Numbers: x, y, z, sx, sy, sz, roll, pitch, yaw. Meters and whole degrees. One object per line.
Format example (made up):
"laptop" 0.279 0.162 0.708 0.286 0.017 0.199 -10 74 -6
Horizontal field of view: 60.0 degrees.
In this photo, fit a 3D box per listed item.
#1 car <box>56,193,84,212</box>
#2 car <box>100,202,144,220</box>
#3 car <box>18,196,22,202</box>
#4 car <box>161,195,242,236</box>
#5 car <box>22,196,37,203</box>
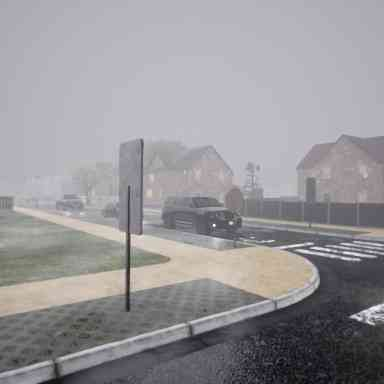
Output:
"car" -14.685 1.203 39.769 2.150 2.045 5.566 1 1 -35
"car" -5.918 1.526 27.587 2.033 1.411 5.357 1 0 -36
"car" -41.094 1.708 81.085 2.128 1.511 4.902 1 -1 -36
"car" 0.356 1.205 18.919 2.150 2.045 5.566 1 0 -36
"car" -35.084 1.563 72.781 2.128 1.511 4.902 1 -1 -36
